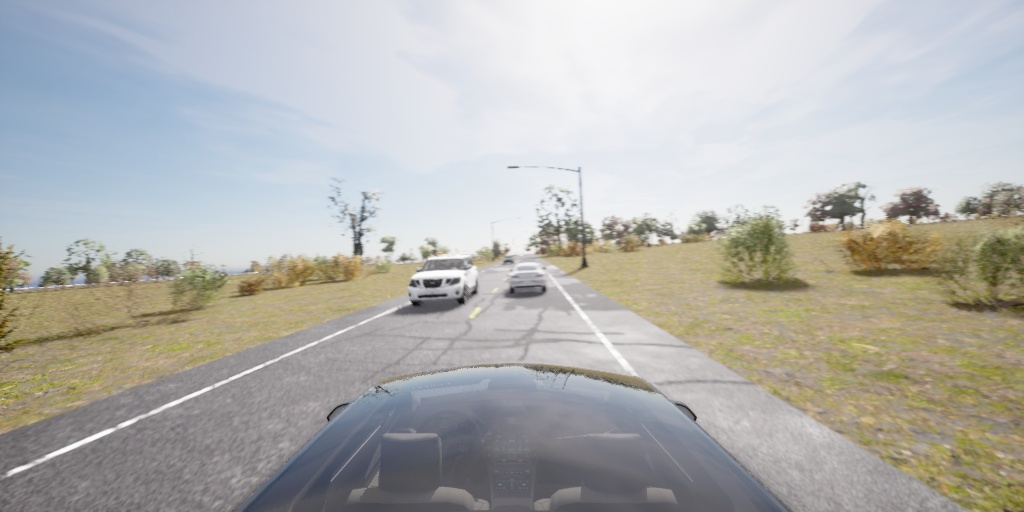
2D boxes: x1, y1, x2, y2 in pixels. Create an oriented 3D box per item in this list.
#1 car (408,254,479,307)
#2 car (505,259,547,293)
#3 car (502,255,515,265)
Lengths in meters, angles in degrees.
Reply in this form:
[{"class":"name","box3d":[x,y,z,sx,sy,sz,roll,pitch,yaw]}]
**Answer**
[{"class":"car","box3d":[-2.870,0.975,16.195,2.150,2.045,5.566,-3,1,3]},{"class":"car","box3d":[0.851,1.054,18.964,1.812,1.442,4.674,-3,0,3]},{"class":"car","box3d":[-0.543,0.665,62.582,1.837,1.490,4.892,-3,0,3]}]
